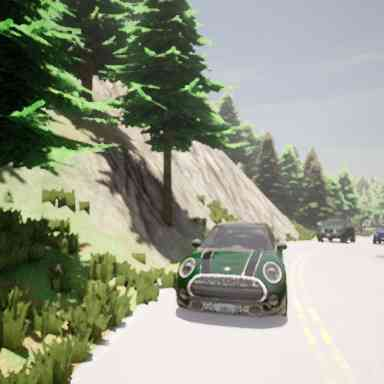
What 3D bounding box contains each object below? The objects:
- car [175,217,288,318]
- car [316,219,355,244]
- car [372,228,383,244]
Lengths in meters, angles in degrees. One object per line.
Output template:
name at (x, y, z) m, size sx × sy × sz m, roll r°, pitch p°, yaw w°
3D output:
car at (1.150, 1.522, 7.979) m, size 2.097 × 1.767 × 4.553 m, roll 0°, pitch -2°, yaw 15°
car at (12.668, 3.384, 29.049) m, size 2.150 × 2.045 × 5.566 m, roll -1°, pitch -6°, yaw 37°
car at (17.760, 4.046, 30.282) m, size 1.812 × 1.442 × 4.674 m, roll -1°, pitch -6°, yaw 37°
